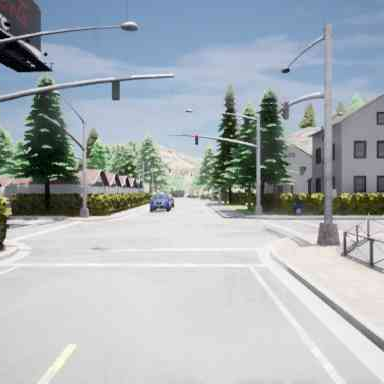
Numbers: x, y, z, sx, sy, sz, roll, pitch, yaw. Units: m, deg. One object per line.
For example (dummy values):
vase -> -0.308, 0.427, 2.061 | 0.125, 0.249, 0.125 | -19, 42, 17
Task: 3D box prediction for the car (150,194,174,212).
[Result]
car -> -3.611, 1.214, 39.005 | 2.150, 2.045, 5.566 | 0, 0, 0
